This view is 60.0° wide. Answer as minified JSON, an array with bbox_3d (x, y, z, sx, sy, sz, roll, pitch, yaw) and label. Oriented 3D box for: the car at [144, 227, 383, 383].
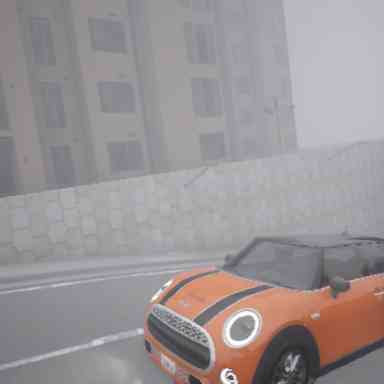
[{"bbox_3d":[1.576,1.453,5.105,4.553,1.767,2.097,3,-2,-35],"label":"car"}]
